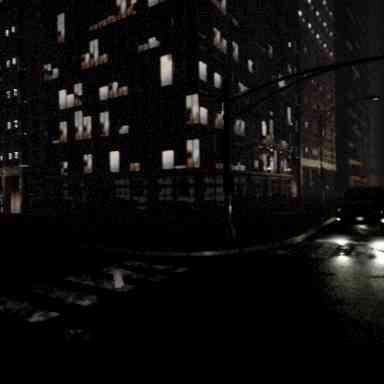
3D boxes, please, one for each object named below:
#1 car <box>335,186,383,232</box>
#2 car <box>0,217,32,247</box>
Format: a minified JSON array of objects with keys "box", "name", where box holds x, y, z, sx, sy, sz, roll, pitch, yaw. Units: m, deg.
[{"box":[8.867,0.753,17.075,2.150,2.045,5.566,-1,1,32],"name":"car"},{"box":[-8.932,1.804,14.980,4.403,1.369,2.008,-2,1,36],"name":"car"}]
